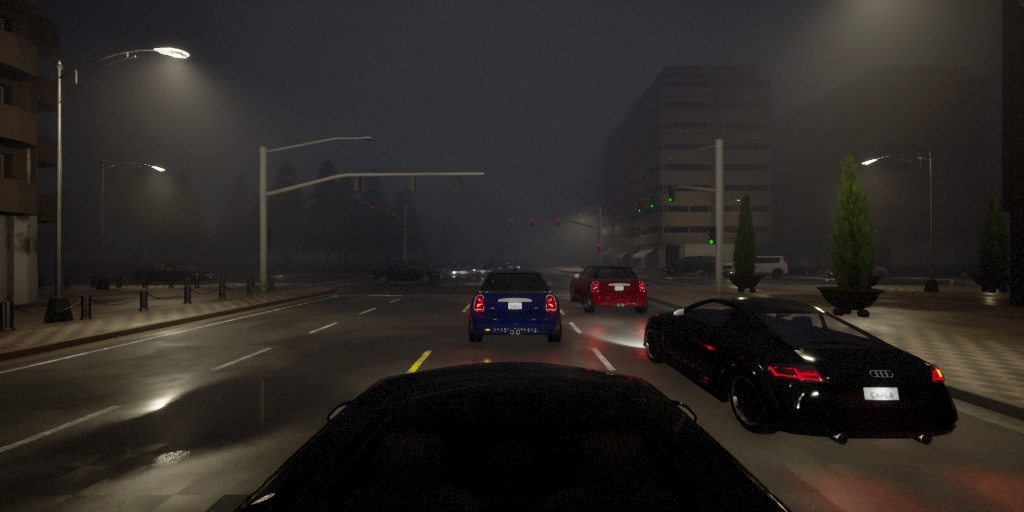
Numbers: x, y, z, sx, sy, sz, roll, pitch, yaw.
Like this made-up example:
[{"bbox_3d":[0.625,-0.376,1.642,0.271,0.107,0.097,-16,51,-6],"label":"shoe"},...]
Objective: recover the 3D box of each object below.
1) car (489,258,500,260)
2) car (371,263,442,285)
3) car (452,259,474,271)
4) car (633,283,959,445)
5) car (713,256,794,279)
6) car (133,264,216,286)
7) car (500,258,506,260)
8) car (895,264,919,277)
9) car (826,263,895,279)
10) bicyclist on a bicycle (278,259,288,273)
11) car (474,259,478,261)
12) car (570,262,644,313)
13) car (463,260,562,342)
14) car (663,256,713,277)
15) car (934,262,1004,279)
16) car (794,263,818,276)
[{"bbox_3d":[-3.218,1.255,52.332,1.837,1.490,4.892,0,0,3],"label":"car"},{"bbox_3d":[-7.509,1.253,25.730,4.902,1.511,2.128,0,0,0],"label":"car"},{"bbox_3d":[-6.859,1.314,48.668,1.994,1.385,4.181,0,0,2],"label":"car"},{"bbox_3d":[3.607,1.314,5.510,1.994,1.385,4.181,0,0,0],"label":"car"},{"bbox_3d":[22.169,1.027,33.036,5.566,2.045,2.150,0,0,0],"label":"car"},{"bbox_3d":[-24.019,1.298,25.659,4.902,1.511,2.128,0,0,0],"label":"car"},{"bbox_3d":[-2.023,1.297,62.041,2.033,1.411,5.357,0,0,14],"label":"car"},{"bbox_3d":[38.227,1.406,36.588,4.718,1.301,1.895,0,0,0],"label":"car"},{"bbox_3d":[31.806,1.331,33.068,4.674,1.442,1.812,0,0,0],"label":"car"},{"bbox_3d":[-25.611,1.106,40.135,0.582,1.620,1.656,0,0,0],"label":"bicyclist on a bicycle"},{"bbox_3d":[-6.246,1.255,57.557,1.837,1.490,4.892,0,0,7],"label":"car"},{"bbox_3d":[3.606,1.102,14.151,2.097,1.767,4.553,0,0,0],"label":"car"},{"bbox_3d":[0.083,1.102,9.923,2.097,1.767,4.553,0,0,0],"label":"car"},{"bbox_3d":[18.422,1.027,36.521,5.566,2.045,2.150,0,0,0],"label":"car"},{"bbox_3d":[42.130,1.283,33.091,5.008,1.535,1.882,0,0,0],"label":"car"},{"bbox_3d":[28.181,1.406,36.557,4.718,1.301,1.895,0,0,0],"label":"car"}]
